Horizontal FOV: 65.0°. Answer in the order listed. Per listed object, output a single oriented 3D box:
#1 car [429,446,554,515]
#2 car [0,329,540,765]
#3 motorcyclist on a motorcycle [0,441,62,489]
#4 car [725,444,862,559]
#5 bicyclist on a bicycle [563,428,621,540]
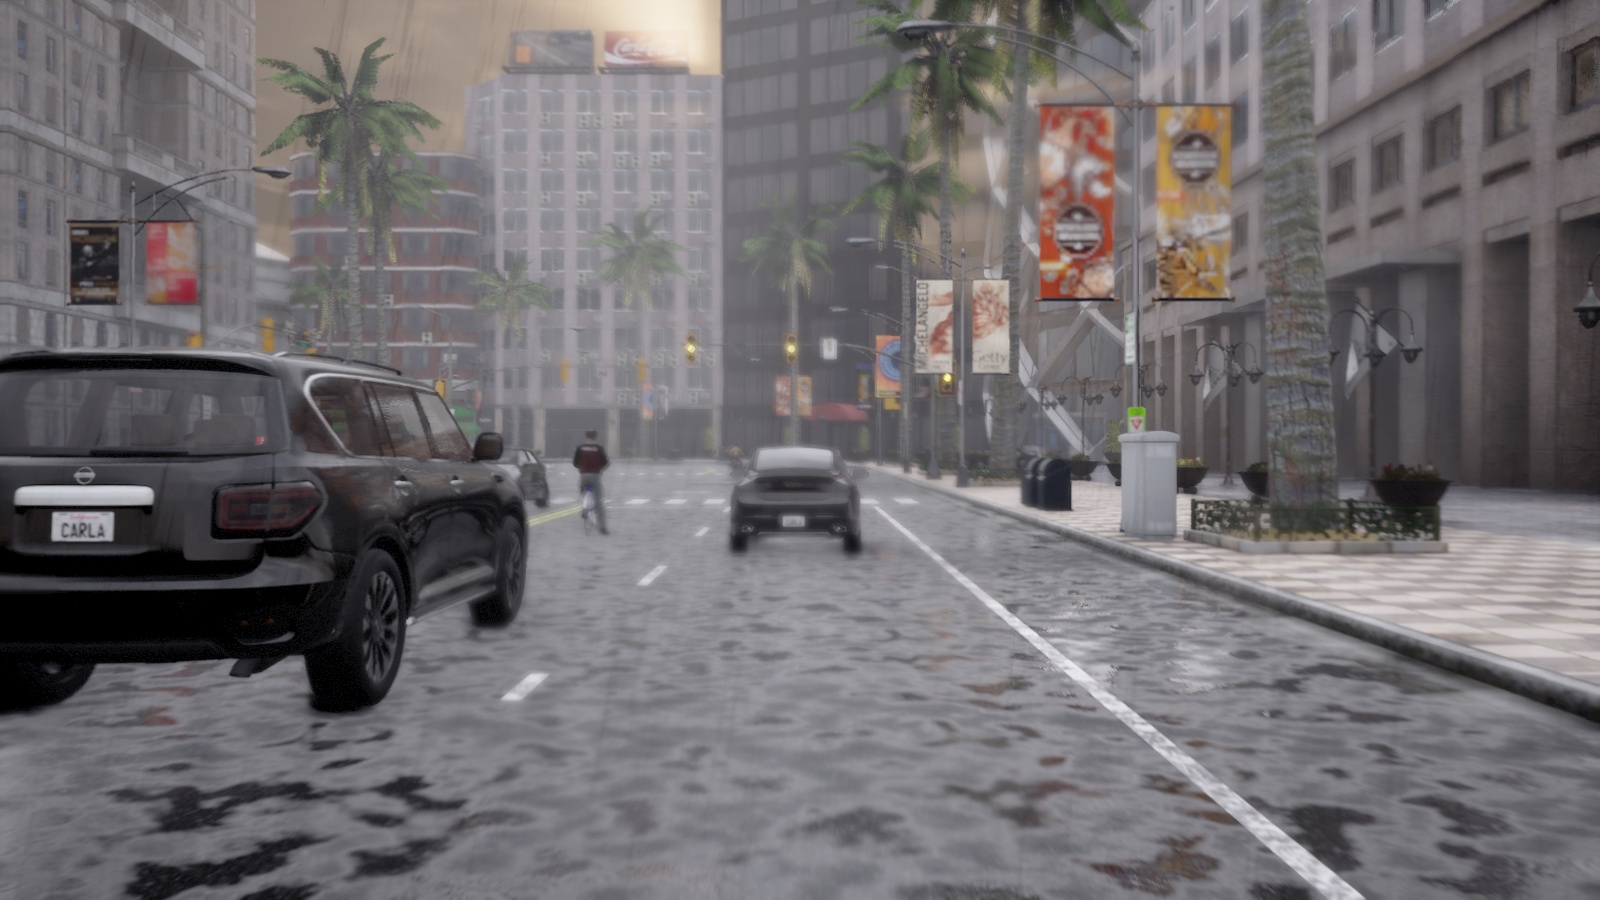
[{"bbox_3d":[-6.932,0.640,28.623,1.816,1.474,4.193,0,0,0],"label":"car"},{"bbox_3d":[-3.452,0.433,8.679,2.150,2.045,5.566,0,1,0],"label":"car"},{"bbox_3d":[-26.977,0.501,43.510,2.350,1.649,0.766,0,0,0],"label":"motorcyclist on a motorcycle"},{"bbox_3d":[-0.028,0.678,19.315,1.837,1.490,4.892,0,1,1],"label":"car"},{"bbox_3d":[-3.421,0.531,20.782,0.659,1.776,1.843,0,0,0],"label":"bicyclist on a bicycle"}]
